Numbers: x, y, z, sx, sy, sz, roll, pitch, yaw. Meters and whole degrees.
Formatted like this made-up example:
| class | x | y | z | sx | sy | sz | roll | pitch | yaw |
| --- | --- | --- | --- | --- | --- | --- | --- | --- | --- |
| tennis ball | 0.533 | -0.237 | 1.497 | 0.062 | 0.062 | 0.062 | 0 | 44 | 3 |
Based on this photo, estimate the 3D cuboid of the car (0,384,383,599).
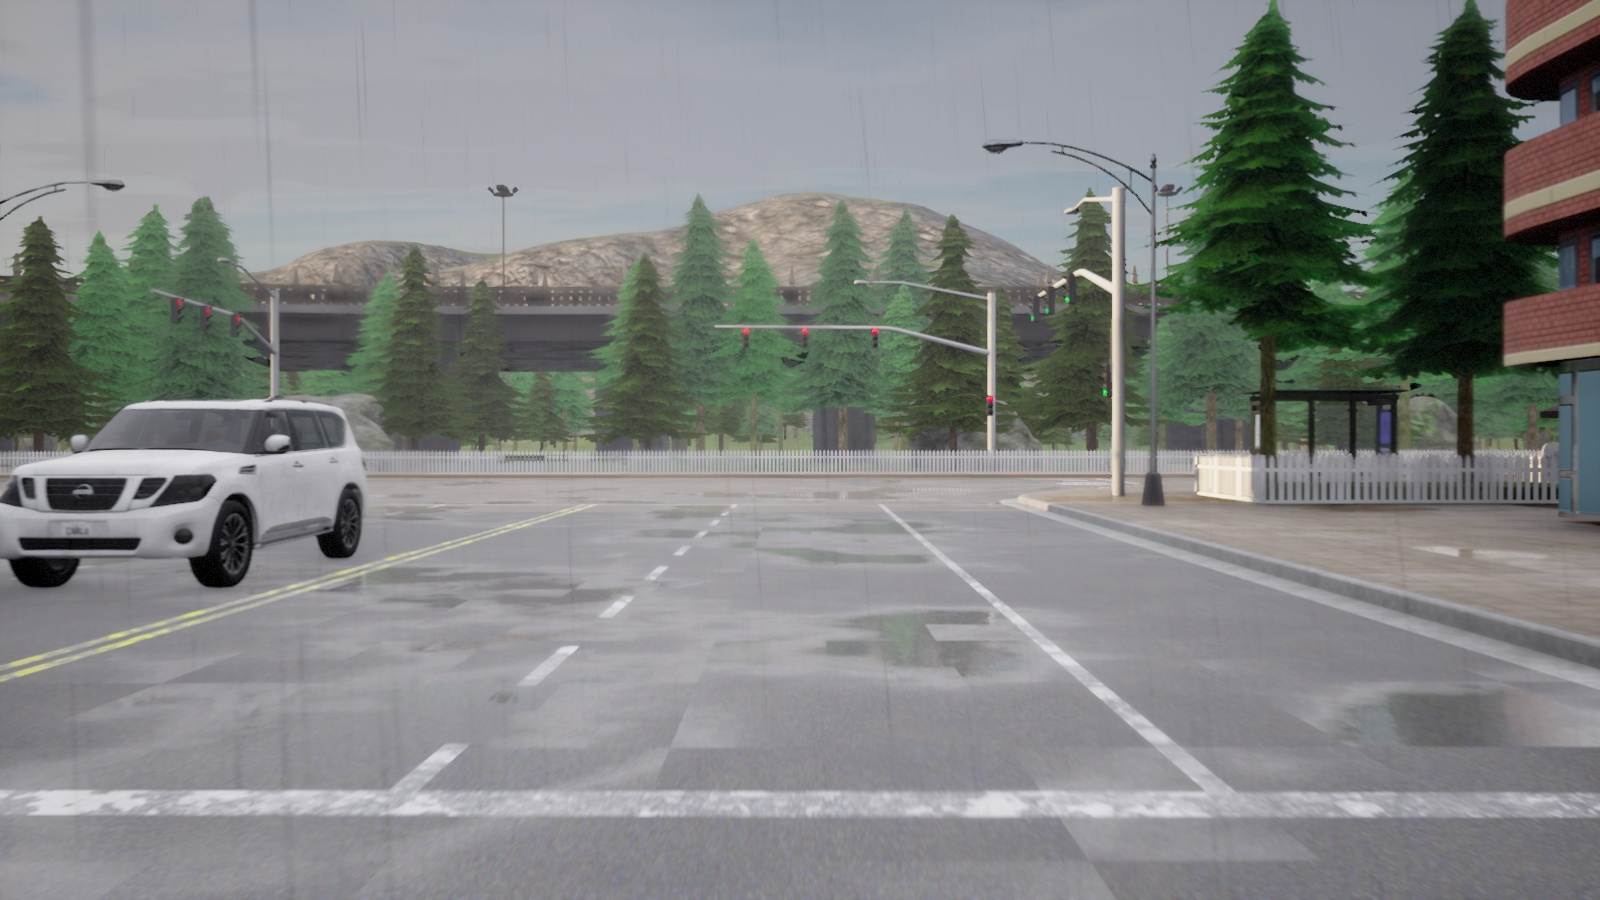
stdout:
| class | x | y | z | sx | sy | sz | roll | pitch | yaw |
| --- | --- | --- | --- | --- | --- | --- | --- | --- | --- |
| car | -6.900 | 0.377 | 14.724 | 2.150 | 2.045 | 5.566 | 0 | 0 | 0 |
